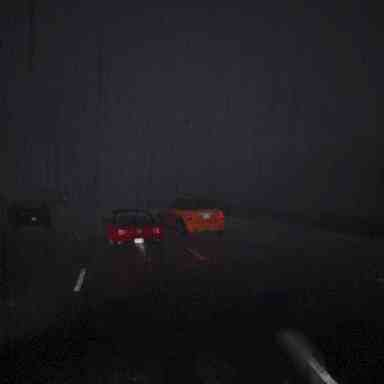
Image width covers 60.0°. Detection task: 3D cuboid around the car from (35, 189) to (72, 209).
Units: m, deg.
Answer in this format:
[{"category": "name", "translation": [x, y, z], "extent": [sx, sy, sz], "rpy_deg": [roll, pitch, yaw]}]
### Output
[{"category": "car", "translation": [-14.544, 0.691, 34.172], "extent": [5.566, 2.045, 2.150], "rpy_deg": [1, 1, 38]}]

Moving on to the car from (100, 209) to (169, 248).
[{"category": "car", "translation": [-2.623, 1.372, 13.631], "extent": [1.895, 1.301, 4.718], "rpy_deg": [-1, 1, -20]}]

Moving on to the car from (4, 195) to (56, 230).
[{"category": "car", "translation": [-9.327, 1.189, 18.899], "extent": [1.882, 1.535, 5.008], "rpy_deg": [-1, 1, -32]}]

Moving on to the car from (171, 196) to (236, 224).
[{"category": "car", "translation": [0.618, 1.092, 22.561], "extent": [2.128, 1.511, 4.902], "rpy_deg": [-1, 1, -30]}]

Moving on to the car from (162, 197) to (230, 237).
[{"category": "car", "translation": [-0.188, 1.062, 16.470], "extent": [2.097, 1.767, 4.553], "rpy_deg": [-1, 1, -22]}]

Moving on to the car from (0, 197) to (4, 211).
[{"category": "car", "translation": [-18.204, 1.116, 32.589], "extent": [4.718, 1.301, 1.895], "rpy_deg": [0, 1, 37]}]
